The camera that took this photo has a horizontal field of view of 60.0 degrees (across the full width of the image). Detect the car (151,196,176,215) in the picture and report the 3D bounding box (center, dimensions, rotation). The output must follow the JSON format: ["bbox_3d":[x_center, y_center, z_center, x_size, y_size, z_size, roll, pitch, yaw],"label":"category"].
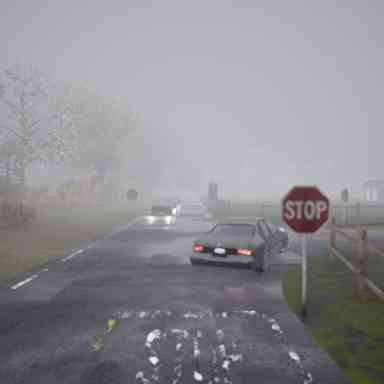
[{"bbox_3d":[-2.847,1.336,32.501,1.882,1.535,5.008,0,0,0],"label":"car"}]

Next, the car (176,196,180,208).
[{"bbox_3d":[-2.842,1.308,42.901,1.837,1.490,4.892,0,0,0],"label":"car"}]

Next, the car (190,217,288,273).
[{"bbox_3d":[1.749,1.498,10.632,2.033,1.411,5.357,-1,0,25],"label":"car"}]
